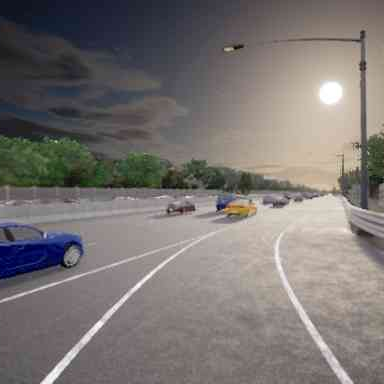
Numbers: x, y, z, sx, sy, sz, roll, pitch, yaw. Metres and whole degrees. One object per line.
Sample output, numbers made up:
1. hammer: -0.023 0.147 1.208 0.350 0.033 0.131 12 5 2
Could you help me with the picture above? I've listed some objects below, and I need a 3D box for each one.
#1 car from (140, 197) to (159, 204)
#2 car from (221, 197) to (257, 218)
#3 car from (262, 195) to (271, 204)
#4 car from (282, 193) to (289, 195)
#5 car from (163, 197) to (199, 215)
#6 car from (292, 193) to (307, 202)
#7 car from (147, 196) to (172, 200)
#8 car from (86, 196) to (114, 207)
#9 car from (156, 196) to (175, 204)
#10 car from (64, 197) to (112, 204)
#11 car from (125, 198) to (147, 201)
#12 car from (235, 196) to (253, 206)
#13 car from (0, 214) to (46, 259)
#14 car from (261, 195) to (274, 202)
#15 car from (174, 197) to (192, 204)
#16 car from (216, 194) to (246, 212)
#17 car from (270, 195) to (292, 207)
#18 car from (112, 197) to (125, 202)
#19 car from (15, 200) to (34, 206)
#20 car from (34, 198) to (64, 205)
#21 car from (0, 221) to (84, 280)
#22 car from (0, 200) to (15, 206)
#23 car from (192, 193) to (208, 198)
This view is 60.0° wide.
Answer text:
1. car: -8.786 1.730 69.542 1.994 1.385 4.181 -1 0 24
2. car: 4.595 1.472 30.465 1.882 1.535 5.008 -1 0 24
3. car: 14.743 1.552 62.197 1.994 1.385 4.181 0 0 24
4. car: 23.588 1.486 82.469 1.837 1.490 4.892 0 0 24
5. car: -1.121 1.574 34.845 1.812 1.442 4.674 -1 0 24
6. car: 24.419 1.552 75.603 1.895 1.301 4.718 0 0 24
7. car: -4.801 1.680 52.615 1.994 1.385 4.181 -1 0 24
8. car: -15.150 1.555 55.161 2.097 1.767 4.553 -1 0 24
9. car: -5.426 1.636 68.492 1.882 1.535 5.008 -1 0 24
10. car: -11.577 1.489 37.379 2.097 1.767 4.553 -1 0 24
11. car: -8.042 1.692 53.902 2.033 1.411 5.357 -1 0 24
12. car: 9.158 1.526 58.174 1.837 1.490 4.892 0 0 24
13. car: -7.558 1.611 11.684 1.994 1.385 4.181 -1 0 24
14. car: 17.675 1.537 77.652 2.128 1.511 4.902 0 0 24
15. car: -1.749 1.682 68.162 1.994 1.385 4.181 -1 0 24
16. car: 4.505 1.235 38.910 2.150 2.045 5.566 0 0 24
17. car: 13.860 1.569 51.460 1.895 1.301 4.718 -1 0 24
18. car: -11.776 1.652 54.150 1.882 1.535 5.008 -1 0 24
19. car: -18.153 1.546 39.811 2.097 1.767 4.553 -1 0 24
20. car: -15.114 1.670 38.037 1.837 1.490 4.892 -1 0 24
21. car: -5.045 1.499 8.718 1.882 1.535 5.008 -1 0 24
22. car: -21.649 1.748 40.553 1.812 1.442 4.674 -1 0 24
23. car: 1.509 1.321 66.885 2.150 2.045 5.566 0 0 24
